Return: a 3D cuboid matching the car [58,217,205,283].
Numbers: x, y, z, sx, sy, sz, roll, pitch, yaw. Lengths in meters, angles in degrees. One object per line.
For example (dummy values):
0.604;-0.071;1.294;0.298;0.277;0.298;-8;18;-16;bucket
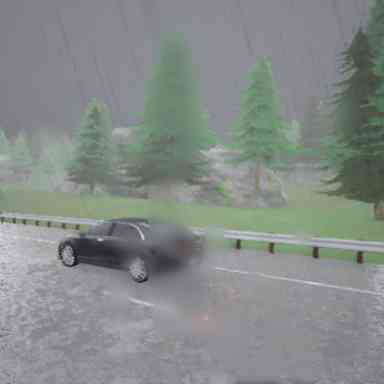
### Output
-1.933;1.498;9.677;4.892;1.490;1.837;0;0;36;car
